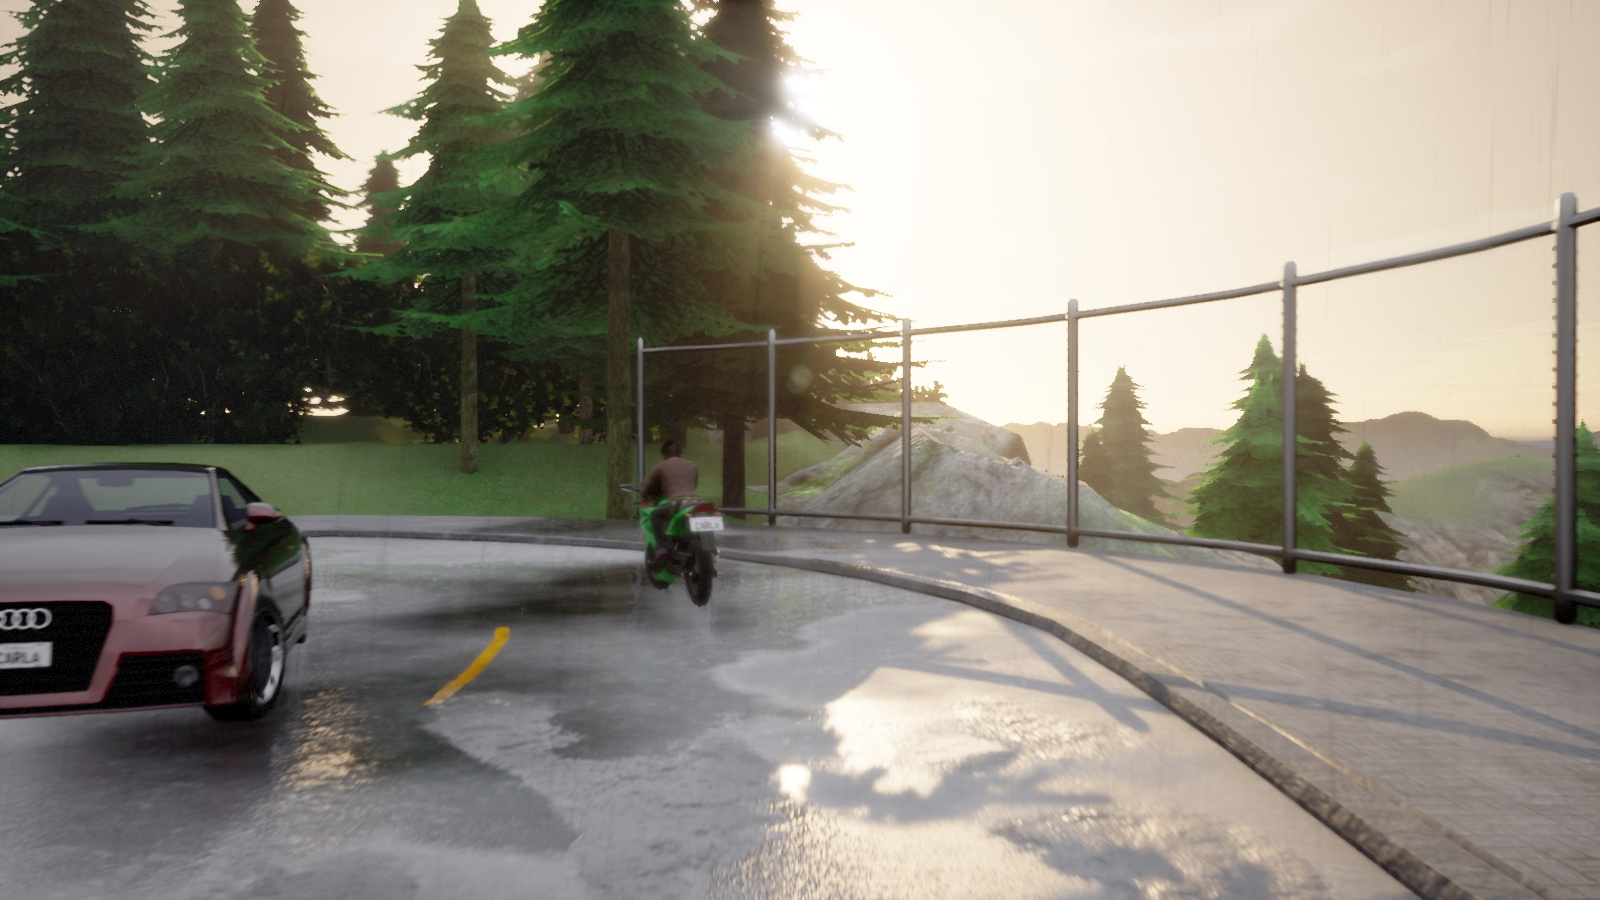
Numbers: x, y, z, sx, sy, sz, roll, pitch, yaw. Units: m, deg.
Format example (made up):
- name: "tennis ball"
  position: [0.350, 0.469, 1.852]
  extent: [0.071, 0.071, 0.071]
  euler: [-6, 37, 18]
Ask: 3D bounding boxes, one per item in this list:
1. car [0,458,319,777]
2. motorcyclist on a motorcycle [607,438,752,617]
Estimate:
- name: "car"
  position: [-4.200, 0.765, 7.633]
  extent: [1.994, 1.385, 4.181]
  euler: [0, 0, -15]
- name: "motorcyclist on a motorcycle"
  position: [-1.187, 0.662, 11.898]
  extent: [0.797, 1.523, 2.044]
  euler: [-2, 1, -22]
